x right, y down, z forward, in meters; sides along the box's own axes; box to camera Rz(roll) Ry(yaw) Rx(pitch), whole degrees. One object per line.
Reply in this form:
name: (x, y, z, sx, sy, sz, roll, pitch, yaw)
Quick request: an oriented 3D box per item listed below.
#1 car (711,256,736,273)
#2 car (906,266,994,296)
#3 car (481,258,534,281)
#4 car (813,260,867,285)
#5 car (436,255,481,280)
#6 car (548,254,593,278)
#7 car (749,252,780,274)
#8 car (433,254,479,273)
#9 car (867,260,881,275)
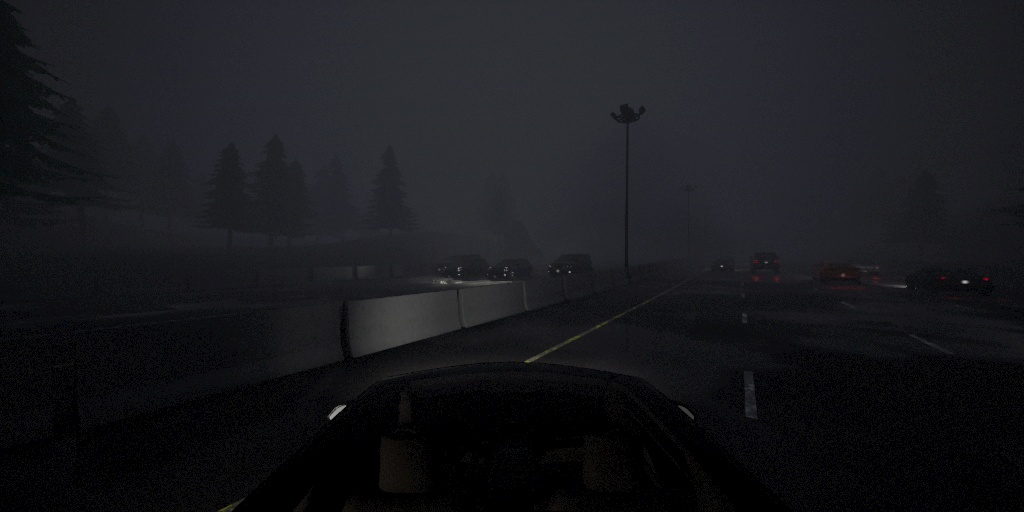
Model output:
car: (21.817, 0.955, 37.120, 1.994, 1.385, 4.181, 0, 1, 33)
car: (22.494, 1.184, 18.631, 1.994, 1.385, 4.181, 0, 1, 32)
car: (-0.088, 0.992, 29.123, 2.097, 1.767, 4.553, 0, 0, 33)
car: (22.154, 1.036, 24.613, 1.882, 1.535, 5.008, 0, 0, 32)
car: (-3.714, 1.000, 29.950, 2.097, 1.767, 4.553, 0, 0, 33)
car: (5.127, 0.820, 30.764, 2.150, 2.045, 5.566, 0, 0, 33)
car: (24.396, 0.627, 34.649, 2.150, 2.045, 5.566, 0, 1, 32)
car: (-5.026, 0.836, 34.397, 2.150, 2.045, 5.566, 0, 1, 33)
car: (31.195, 0.982, 32.297, 1.895, 1.301, 4.718, 0, 1, 32)
